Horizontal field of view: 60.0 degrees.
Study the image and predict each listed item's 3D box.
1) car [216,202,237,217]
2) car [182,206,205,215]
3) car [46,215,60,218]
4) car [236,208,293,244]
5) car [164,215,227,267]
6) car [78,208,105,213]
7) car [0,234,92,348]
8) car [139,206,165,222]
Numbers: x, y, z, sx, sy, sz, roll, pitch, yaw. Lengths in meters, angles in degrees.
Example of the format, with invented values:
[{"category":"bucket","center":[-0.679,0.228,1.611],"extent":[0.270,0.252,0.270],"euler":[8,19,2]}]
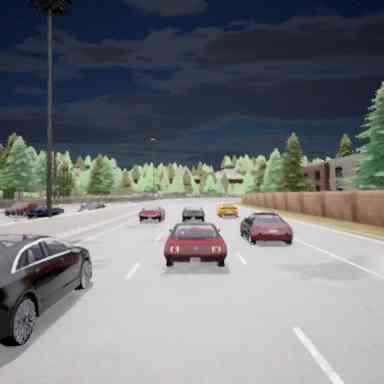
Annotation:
[{"category":"car","center":[3.607,1.787,34.695],"extent":[1.882,1.535,5.008],"euler":[0,0,0]},{"category":"car","center":[0.107,1.861,29.113],"extent":[1.895,1.301,4.718],"euler":[0,0,0]},{"category":"car","center":[-14.086,1.890,32.234],"extent":[1.895,1.301,4.718],"euler":[0,-1,0]},{"category":"car","center":[3.604,1.714,16.705],"extent":[1.994,1.385,4.181],"euler":[0,0,0]},{"category":"car","center":[0.103,1.708,11.868],"extent":[1.895,1.301,4.718],"euler":[0,0,0]},{"category":"car","center":[-10.579,1.809,35.451],"extent":[2.128,1.511,4.902],"euler":[0,0,0]},{"category":"car","center":[-3.398,1.550,6.373],"extent":[2.128,1.511,4.902],"euler":[0,0,0]},{"category":"car","center":[-3.393,1.861,29.113],"extent":[1.895,1.301,4.718],"euler":[0,0,0]}]
